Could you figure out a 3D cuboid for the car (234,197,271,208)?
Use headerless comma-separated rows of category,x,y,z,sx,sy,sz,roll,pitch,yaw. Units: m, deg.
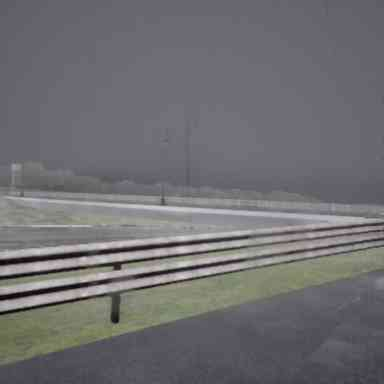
car,7.798,1.481,42.681,4.553,1.767,2.097,2,-2,21
